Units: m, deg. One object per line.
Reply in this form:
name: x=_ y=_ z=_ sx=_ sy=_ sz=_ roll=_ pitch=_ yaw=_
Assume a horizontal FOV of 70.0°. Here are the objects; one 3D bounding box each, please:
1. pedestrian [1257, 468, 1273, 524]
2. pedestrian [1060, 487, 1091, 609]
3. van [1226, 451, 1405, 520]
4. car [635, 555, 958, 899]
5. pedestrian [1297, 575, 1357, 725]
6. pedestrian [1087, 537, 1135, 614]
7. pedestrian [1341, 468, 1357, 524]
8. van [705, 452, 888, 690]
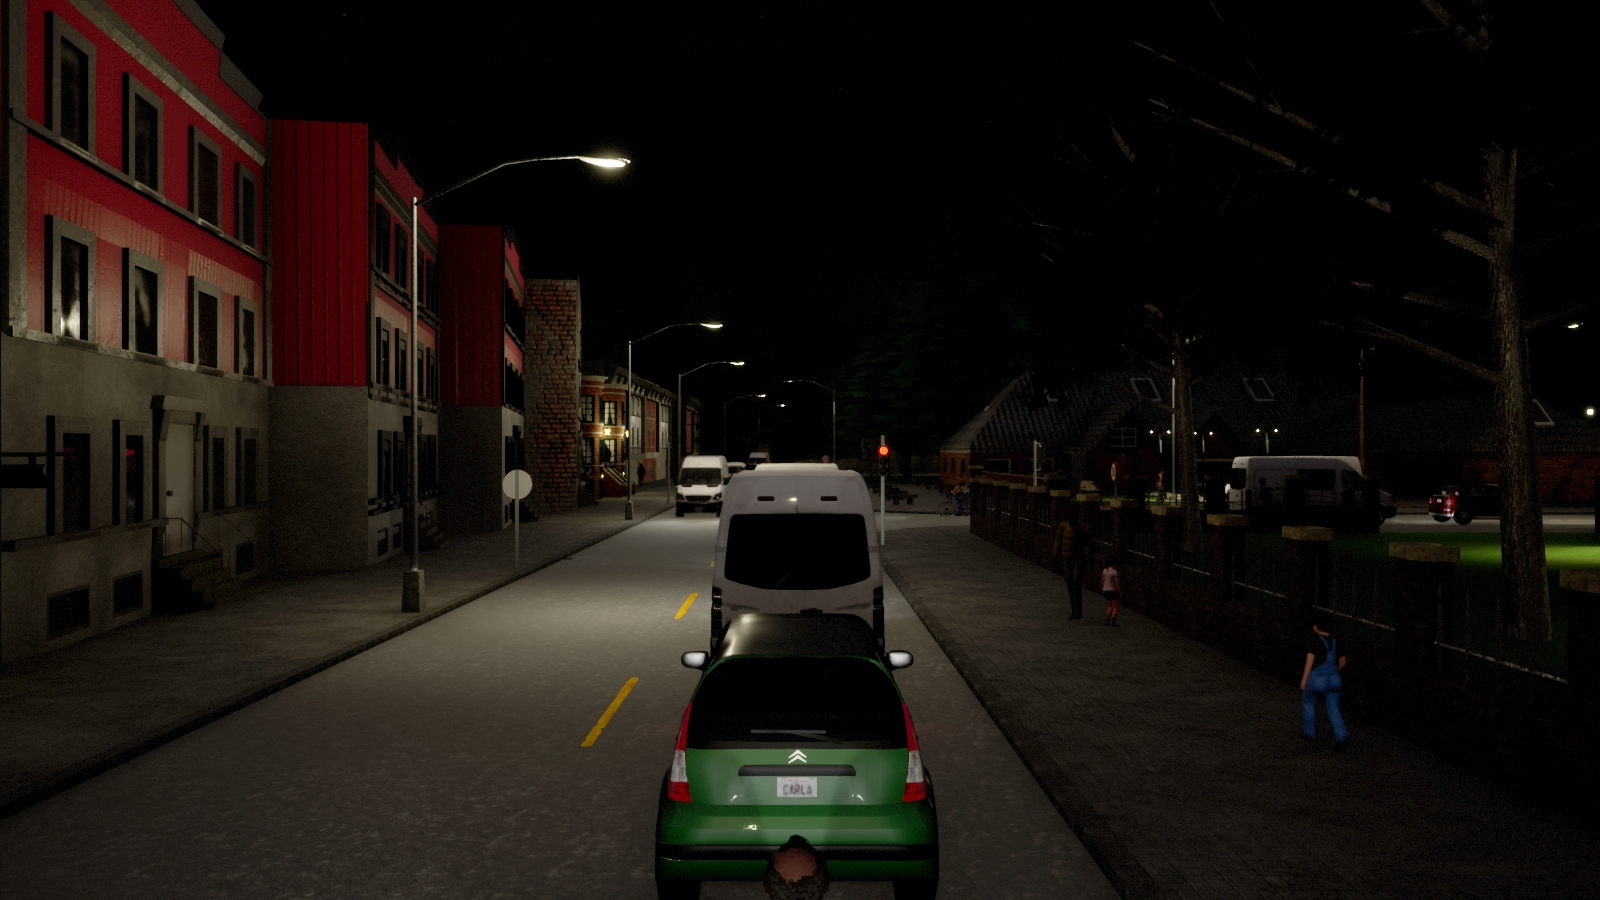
pedestrian: x=15.532 y=1.525 z=38.177 sx=0.375 sy=1.860 sz=0.375 roll=0 pitch=0 yaw=2
pedestrian: x=4.311 y=1.525 z=17.899 sx=0.375 sy=1.860 sz=0.375 roll=0 pitch=0 yaw=31
van: x=19.552 y=1.314 z=43.543 sx=5.915 sy=2.561 sz=1.988 roll=0 pitch=0 yaw=1
car: x=-0.023 y=1.779 z=8.527 sx=1.851 sy=1.617 sz=3.988 roll=0 pitch=0 yaw=0
pedestrian: x=4.783 y=1.805 z=10.382 sx=0.375 sy=1.300 sz=0.375 roll=0 pitch=0 yaw=0
pedestrian: x=4.734 y=1.904 z=17.395 sx=0.500 sy=1.100 sz=0.500 roll=0 pitch=0 yaw=-25
pedestrian: x=18.302 y=1.525 z=38.092 sx=0.375 sy=1.860 sz=0.375 roll=0 pitch=0 yaw=0
van: x=-0.048 y=1.314 z=15.312 sx=1.988 sy=2.561 sz=5.915 roll=0 pitch=0 yaw=0
